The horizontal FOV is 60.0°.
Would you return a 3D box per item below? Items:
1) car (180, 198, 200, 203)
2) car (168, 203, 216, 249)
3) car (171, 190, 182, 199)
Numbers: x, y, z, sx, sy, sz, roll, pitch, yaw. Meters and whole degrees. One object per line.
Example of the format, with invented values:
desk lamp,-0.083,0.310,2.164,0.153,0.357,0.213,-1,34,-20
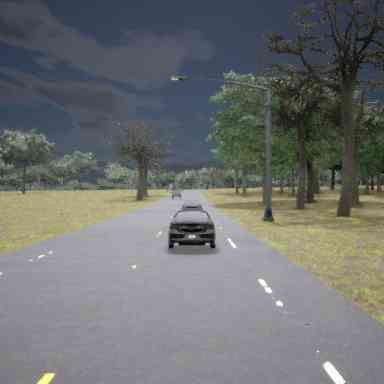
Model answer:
car,0.000,1.482,29.649,1.837,1.490,4.892,0,0,0
car,0.000,1.486,14.651,1.882,1.535,5.008,0,0,0
car,-3.500,0.467,75.932,2.150,2.045,5.566,0,1,0
